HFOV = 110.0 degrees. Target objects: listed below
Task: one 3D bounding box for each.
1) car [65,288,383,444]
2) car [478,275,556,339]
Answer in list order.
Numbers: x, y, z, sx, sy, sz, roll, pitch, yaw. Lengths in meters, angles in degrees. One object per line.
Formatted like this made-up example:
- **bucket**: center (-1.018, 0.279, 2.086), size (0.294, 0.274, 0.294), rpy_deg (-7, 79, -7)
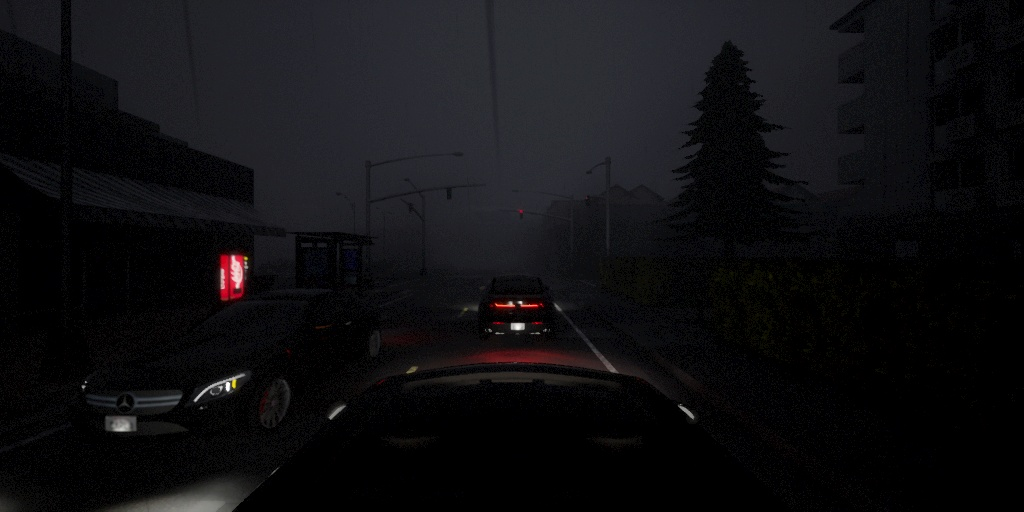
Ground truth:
- **car**: center (-3.549, 1.276, 5.613), size (1.812, 1.442, 4.674), rpy_deg (0, 0, 1)
- **car**: center (0.117, 1.255, 10.062), size (1.837, 1.490, 4.892), rpy_deg (0, 0, 0)
